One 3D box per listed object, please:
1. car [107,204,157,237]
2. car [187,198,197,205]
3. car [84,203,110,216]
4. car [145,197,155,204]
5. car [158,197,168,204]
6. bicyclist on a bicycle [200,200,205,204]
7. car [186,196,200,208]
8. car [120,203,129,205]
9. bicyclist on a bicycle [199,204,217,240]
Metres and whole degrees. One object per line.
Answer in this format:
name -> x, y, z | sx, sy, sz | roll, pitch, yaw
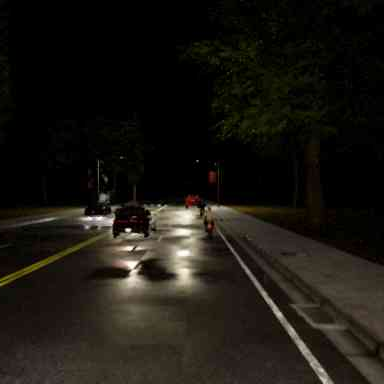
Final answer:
car -> -3.145, 1.640, 18.811 | 1.837, 1.490, 4.892 | 0, 0, 0
car -> 0.021, 2.074, 73.537 | 2.033, 1.411, 5.357 | 0, 0, 0
car -> -9.835, 1.814, 34.992 | 1.994, 1.385, 4.181 | 0, 0, 0
car -> -9.728, 1.985, 76.631 | 1.837, 1.490, 4.892 | 0, 0, 0
car -> -6.479, 1.922, 74.335 | 1.812, 1.442, 4.674 | 0, 0, 0
bicyclist on a bicycle -> 0.902, 1.582, 29.439 | 0.659, 1.776, 1.843 | 0, 0, 0
car -> 0.117, 1.621, 55.355 | 2.150, 2.045, 5.566 | 0, 0, 0
car -> -6.588, 1.843, 33.806 | 1.895, 1.301, 4.718 | 0, 0, 0
bicyclist on a bicycle -> 0.883, 1.559, 16.949 | 0.866, 1.612, 1.509 | 0, 0, 0
